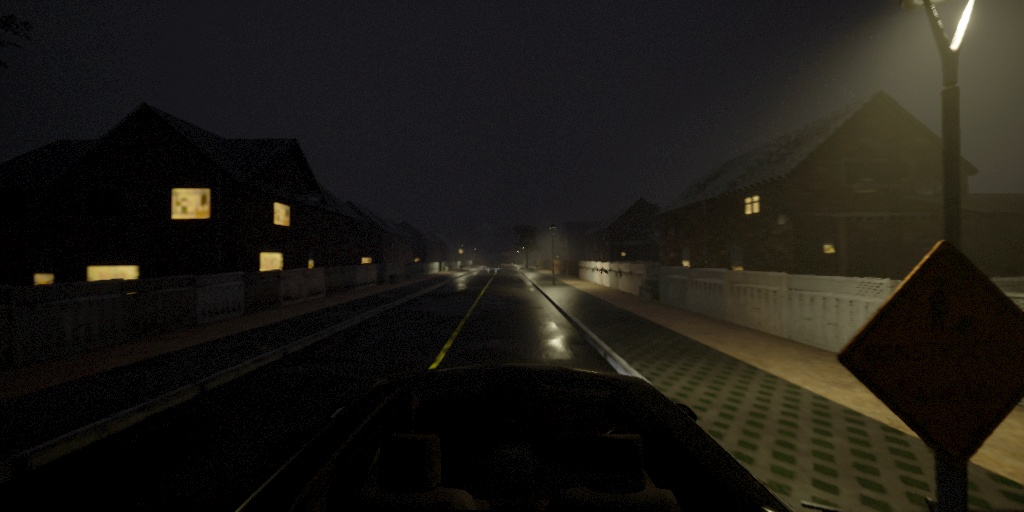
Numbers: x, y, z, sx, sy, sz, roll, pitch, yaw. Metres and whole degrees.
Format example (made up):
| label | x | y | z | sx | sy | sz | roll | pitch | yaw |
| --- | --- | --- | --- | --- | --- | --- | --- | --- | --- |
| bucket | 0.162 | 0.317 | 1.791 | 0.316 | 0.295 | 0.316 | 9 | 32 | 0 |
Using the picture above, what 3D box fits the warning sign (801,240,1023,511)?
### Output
| label | x | y | z | sx | sy | sz | roll | pitch | yaw |
| --- | --- | --- | --- | --- | --- | --- | --- | --- | --- |
| warning sign | 2.544 | 0.838 | 2.069 | 1.300 | 1.860 | 1.060 | 0 | 0 | -1 |
